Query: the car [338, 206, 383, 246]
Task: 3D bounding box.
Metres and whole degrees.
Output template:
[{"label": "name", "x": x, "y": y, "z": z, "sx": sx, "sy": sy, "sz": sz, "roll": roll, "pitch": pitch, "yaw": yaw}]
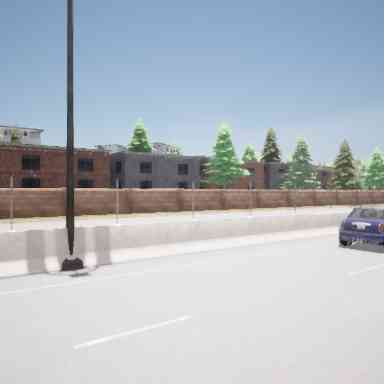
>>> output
[{"label": "car", "x": 8.244, "y": 1.366, "z": 14.049, "sx": 4.553, "sy": 1.767, "sz": 2.097, "roll": 0, "pitch": 0, "yaw": -35}]
